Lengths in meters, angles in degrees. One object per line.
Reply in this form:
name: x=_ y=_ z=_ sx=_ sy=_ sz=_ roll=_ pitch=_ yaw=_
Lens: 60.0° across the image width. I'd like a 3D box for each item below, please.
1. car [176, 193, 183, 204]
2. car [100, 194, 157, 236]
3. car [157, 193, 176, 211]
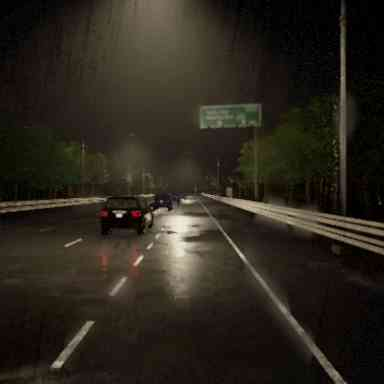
car: x=-3.396 y=1.200 z=63.420 sx=2.150 sy=2.045 sz=5.566 roll=0 pitch=0 yaw=0
car: x=-3.487 y=1.220 z=18.664 sx=2.150 sy=2.045 sz=5.566 roll=0 pitch=0 yaw=0
car: x=-3.444 y=1.209 z=40.260 sx=2.150 sy=2.045 sz=5.566 roll=0 pitch=0 yaw=0
